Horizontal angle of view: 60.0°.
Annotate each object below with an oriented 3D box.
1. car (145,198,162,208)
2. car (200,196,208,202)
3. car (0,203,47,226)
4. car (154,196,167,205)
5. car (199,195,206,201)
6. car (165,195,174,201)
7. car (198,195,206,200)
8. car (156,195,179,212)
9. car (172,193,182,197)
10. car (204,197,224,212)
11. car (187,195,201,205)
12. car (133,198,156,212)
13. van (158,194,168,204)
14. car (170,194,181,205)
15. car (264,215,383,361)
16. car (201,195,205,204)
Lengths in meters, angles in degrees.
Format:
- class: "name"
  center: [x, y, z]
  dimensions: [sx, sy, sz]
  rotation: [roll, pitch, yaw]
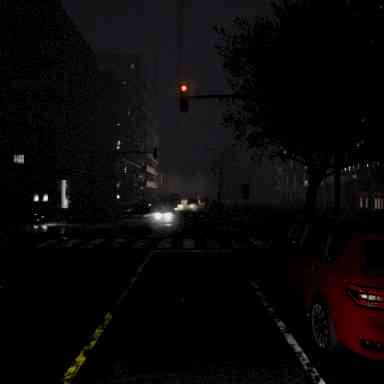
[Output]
- class: "car"
  center: [-5.674, 1.573, 49.378]
  dimensions: [2.008, 1.369, 4.403]
  rotation: [0, 0, 0]
- class: "car"
  center: [2.714, 1.583, 77.209]
  dimensions: [1.752, 1.417, 4.829]
  rotation: [0, 0, 0]
- class: "car"
  center: [-11.850, 1.431, 21.823]
  dimensions: [4.181, 1.385, 1.994]
  rotation: [1, 0, -4]
- class: "car"
  center: [-5.670, 1.475, 60.444]
  dimensions: [1.967, 1.590, 4.097]
  rotation: [0, 0, 0]
- class: "car"
  center: [2.718, 1.620, 88.104]
  dimensions: [1.887, 1.381, 4.507]
  rotation: [0, 0, 0]
- class: "car"
  center: [-5.664, 1.506, 82.574]
  dimensions: [1.967, 1.590, 4.097]
  rotation: [0, 0, 0]
- class: "car"
  center: [2.719, 1.636, 93.637]
  dimensions: [2.008, 1.369, 4.403]
  rotation: [0, 0, 0]
- class: "car"
  center: [-3.081, 1.504, 39.209]
  dimensions: [2.128, 1.511, 4.902]
  rotation: [0, 0, 2]
- class: "car"
  center: [-3.048, 1.256, 60.143]
  dimensions: [2.150, 2.045, 5.566]
  rotation: [0, 0, 0]
- class: "car"
  center: [2.703, 1.556, 38.310]
  dimensions: [1.887, 1.381, 4.507]
  rotation: [0, 0, 0]
- class: "car"
  center: [0.119, 1.637, 60.948]
  dimensions: [1.895, 1.301, 4.718]
  rotation: [0, 0, 0]
- class: "car"
  center: [-5.677, 1.562, 38.312]
  dimensions: [2.008, 1.369, 4.403]
  rotation: [0, 0, 0]
- class: "van"
  center: [-5.669, 1.383, 65.977]
  dimensions: [1.690, 1.788, 3.998]
  rotation: [0, 0, 0]
- class: "car"
  center: [-3.071, 1.500, 49.430]
  dimensions: [1.882, 1.535, 5.008]
  rotation: [0, 0, 0]
- class: "car"
  center: [2.695, 1.315, 5.922]
  dimensions: [2.192, 1.841, 5.009]
  rotation: [0, 0, 0]
- class: "car"
  center: [2.706, 1.547, 49.545]
  dimensions: [1.752, 1.417, 4.829]
  rotation: [0, 0, 0]
